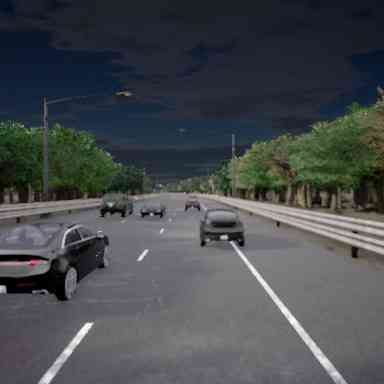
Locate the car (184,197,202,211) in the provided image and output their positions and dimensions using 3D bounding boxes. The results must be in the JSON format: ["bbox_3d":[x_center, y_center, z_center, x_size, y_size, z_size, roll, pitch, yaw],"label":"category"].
[{"bbox_3d":[0.093,1.496,41.125,1.837,1.490,4.892,0,0,1],"label":"car"}]

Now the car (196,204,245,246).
[{"bbox_3d":[1.236,1.501,15.173,1.837,1.490,4.892,0,0,0],"label":"car"}]

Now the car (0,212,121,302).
[{"bbox_3d":[-3.394,1.492,8.257,2.128,1.511,4.902,0,0,0],"label":"car"}]

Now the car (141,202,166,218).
[{"bbox_3d":[-3.378,1.596,30.014,1.895,1.301,4.718,0,0,0],"label":"car"}]

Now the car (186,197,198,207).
[{"bbox_3d":[0.037,1.496,52.278,1.837,1.490,4.892,0,0,0],"label":"car"}]

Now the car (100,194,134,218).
[{"bbox_3d":[-6.877,1.218,30.812,2.150,2.045,5.566,0,0,0],"label":"car"}]
